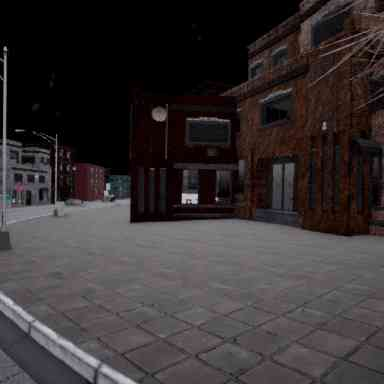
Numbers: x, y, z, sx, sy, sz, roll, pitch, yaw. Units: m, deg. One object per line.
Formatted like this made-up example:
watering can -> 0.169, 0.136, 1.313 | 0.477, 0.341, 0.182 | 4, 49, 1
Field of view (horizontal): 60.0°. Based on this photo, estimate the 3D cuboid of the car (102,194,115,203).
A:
car -> -20.932, 1.607, 83.647 | 2.150, 2.045, 5.566 | 1, -1, -1

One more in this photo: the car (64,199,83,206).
car -> -20.765, 1.805, 58.075 | 1.895, 1.301, 4.718 | 1, 0, 0
